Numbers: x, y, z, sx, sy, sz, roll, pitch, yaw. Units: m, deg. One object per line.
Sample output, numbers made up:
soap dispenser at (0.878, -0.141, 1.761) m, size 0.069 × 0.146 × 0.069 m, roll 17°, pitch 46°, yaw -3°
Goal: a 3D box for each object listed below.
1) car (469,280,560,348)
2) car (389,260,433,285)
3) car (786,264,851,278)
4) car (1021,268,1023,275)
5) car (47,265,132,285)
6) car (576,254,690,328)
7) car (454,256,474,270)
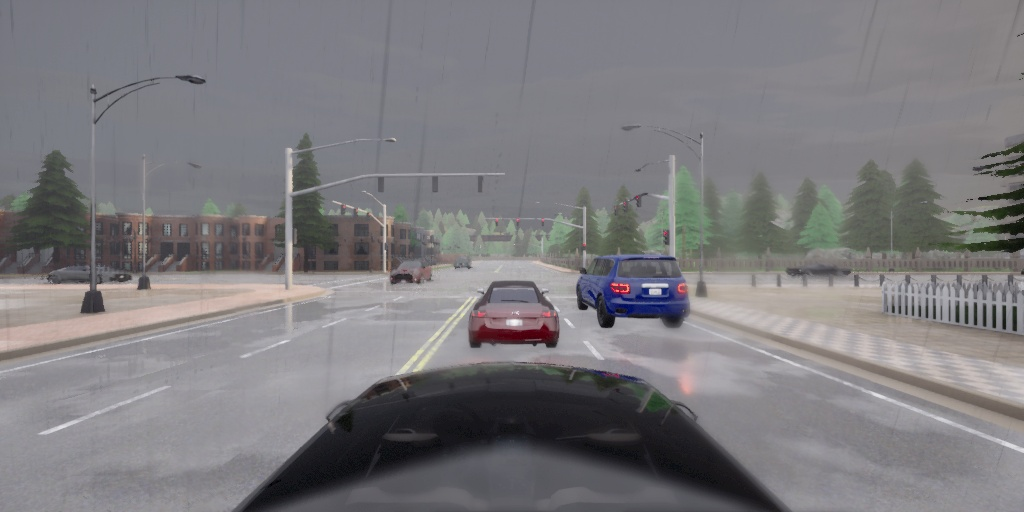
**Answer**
car at (0.029, 1.314, 9.245) m, size 1.994 × 1.385 × 4.181 m, roll 0°, pitch 0°, yaw -1°
car at (-7.135, 1.081, 25.729) m, size 2.097 × 1.767 × 4.553 m, roll 0°, pitch 0°, yaw 0°
car at (28.108, 1.351, 33.030) m, size 4.718 × 1.301 × 1.895 m, roll 0°, pitch 0°, yaw 0°
car at (50.254, 1.261, 33.048) m, size 4.892 × 1.490 × 1.837 m, roll 0°, pitch 0°, yaw 0°
car at (-30.012, 1.314, 25.570) m, size 4.181 × 1.385 × 1.994 m, roll 0°, pitch 0°, yaw -5°
car at (3.526, 0.971, 11.490) m, size 2.150 × 2.045 × 5.566 m, roll 0°, pitch 0°, yaw 0°
car at (-7.295, 1.023, 53.566) m, size 2.150 × 2.045 × 5.566 m, roll 0°, pitch 2°, yaw 0°
